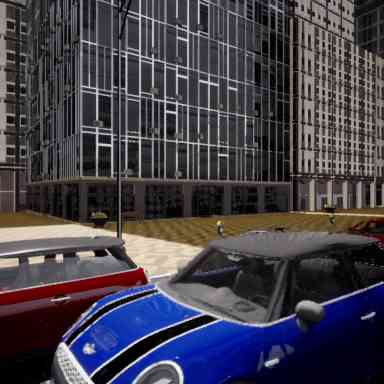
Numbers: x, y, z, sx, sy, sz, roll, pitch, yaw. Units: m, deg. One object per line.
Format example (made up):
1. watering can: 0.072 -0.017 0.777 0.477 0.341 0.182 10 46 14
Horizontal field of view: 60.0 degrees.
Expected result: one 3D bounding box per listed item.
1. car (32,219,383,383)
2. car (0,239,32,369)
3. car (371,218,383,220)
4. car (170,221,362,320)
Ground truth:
1. car: 0.814 1.352 3.951 4.553 1.767 2.097 0 0 -35
2. car: -2.618 1.440 4.694 4.097 1.590 1.967 0 0 -35
3. car: 6.408 1.547 11.093 4.507 1.381 1.887 0 0 -35
4. car: 1.895 1.551 7.893 4.403 1.369 2.008 0 0 -35
